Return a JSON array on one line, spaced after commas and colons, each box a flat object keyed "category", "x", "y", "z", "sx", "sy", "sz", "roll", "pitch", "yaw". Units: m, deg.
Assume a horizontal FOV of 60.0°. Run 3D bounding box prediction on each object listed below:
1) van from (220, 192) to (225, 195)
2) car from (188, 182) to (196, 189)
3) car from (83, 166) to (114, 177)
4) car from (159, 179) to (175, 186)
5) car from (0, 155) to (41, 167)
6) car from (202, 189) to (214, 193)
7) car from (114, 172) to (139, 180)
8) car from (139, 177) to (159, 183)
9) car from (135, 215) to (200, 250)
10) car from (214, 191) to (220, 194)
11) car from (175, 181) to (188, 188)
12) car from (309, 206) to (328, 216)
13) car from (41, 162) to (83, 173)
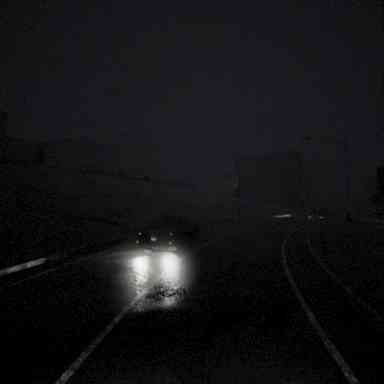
[{"category": "van", "x": 6.853, "y": 0.773, "z": 90.203, "sx": 1.878, "sy": 1.987, "sz": 4.442, "roll": -1, "pitch": -5, "yaw": 19}, {"category": "car", "x": -1.011, "y": -0.991, "z": 69.454, "sx": 2.435, "sy": 2.045, "sz": 5.566, "roll": -1, "pitch": -4, "yaw": 24}, {"category": "car", "x": -13.267, "y": -2.560, "z": 44.434, "sx": 2.185, "sy": 1.767, "sz": 4.553, "roll": -2, "pitch": -4, "yaw": 30}, {"category": "car", "x": -5.631, "y": -1.468, "z": 59.209, "sx": 2.231, "sy": 1.521, "sz": 4.892, "roll": -1, "pitch": -4, "yaw": 26}, {"category": "car", "x": -18.862, "y": -3.020, "z": 34.889, "sx": 2.002, "sy": 1.452, "sz": 4.674, "roll": -2, "pitch": -4, "yaw": 32}, {"category": "car", "x": 3.077, "y": 0.114, "z": 79.661, "sx": 2.002, "sy": 1.452, "sz": 4.674, "roll": -1, "pitch": -5, "yaw": 21}, {"category": "car", "x": -10.544, "y": -2.077, "z": 49.453, "sx": 2.163, "sy": 1.488, "sz": 4.792, "roll": -2, "pitch": -4, "yaw": 28}, {"category": "car", "x": -8.013, "y": -1.747, "z": 54.347, "sx": 2.002, "sy": 1.452, "sz": 4.674, "roll": -2, "pitch": -4, "yaw": 27}, {"category": "car", "x": -1.020, "y": 1.777, "z": 15.483, "sx": 1.994, "sy": 1.385, "sz": 4.181, "roll": -1, "pitch": -1, "yaw": 16}, {"category": "car", "x": 4.981, "y": 0.559, "z": 84.847, "sx": 2.002, "sy": 1.452, "sz": 4.674, "roll": -1, "pitch": -5, "yaw": 20}, {"category": "car", "x": -3.269, "y": -1.241, "z": 64.323, "sx": 2.185, "sy": 1.767, "sz": 4.553, "roll": -1, "pitch": -4, "yaw": 25}, {"category": "car", "x": 19.645, "y": 2.856, "z": 51.618, "sx": 1.882, "sy": 1.535, "sz": 5.008, "roll": -2, "pitch": -3, "yaw": 35}, {"category": "car", "x": -16.007, "y": -2.749, "z": 39.640, "sx": 2.097, "sy": 1.535, "sz": 5.008, "roll": -2, "pitch": -4, "yaw": 31}]
